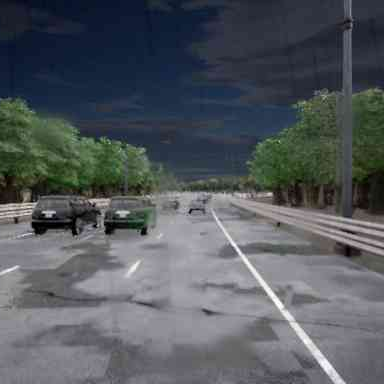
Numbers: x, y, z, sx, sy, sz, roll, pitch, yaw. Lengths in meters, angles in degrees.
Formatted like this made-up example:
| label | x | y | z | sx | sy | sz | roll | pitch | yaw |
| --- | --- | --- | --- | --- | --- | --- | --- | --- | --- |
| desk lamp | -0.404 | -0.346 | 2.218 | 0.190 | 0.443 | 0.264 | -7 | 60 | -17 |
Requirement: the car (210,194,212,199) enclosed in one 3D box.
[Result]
| label | x | y | z | sx | sy | sz | roll | pitch | yaw |
| --- | --- | --- | --- | --- | --- | --- | --- | --- | --- |
| car | 3.303 | 1.499 | 83.440 | 1.837 | 1.490 | 4.892 | 0 | 0 | 4 |

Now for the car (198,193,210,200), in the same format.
| label | x | y | z | sx | sy | sz | roll | pitch | yaw |
| --- | --- | --- | --- | --- | --- | --- | --- | --- | --- |
| car | 1.898 | 1.388 | 63.585 | 2.097 | 1.767 | 4.553 | 0 | 0 | 4 |

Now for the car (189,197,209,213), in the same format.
| label | x | y | z | sx | sy | sz | roll | pitch | yaw |
| --- | --- | --- | --- | --- | --- | --- | --- | --- | --- |
| car | 0.638 | 1.587 | 37.882 | 2.033 | 1.411 | 5.357 | 0 | 0 | 2 |

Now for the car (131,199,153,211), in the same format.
| label | x | y | z | sx | sy | sz | roll | pitch | yaw |
| --- | --- | --- | --- | --- | --- | --- | --- | --- | --- |
| car | -6.143 | 1.568 | 41.354 | 1.994 | 1.385 | 4.181 | 0 | 0 | 2 |

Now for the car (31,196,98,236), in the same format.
| label | x | y | z | sx | sy | sz | roll | pitch | yaw |
| --- | --- | --- | --- | --- | --- | --- | --- | --- | --- |
| car | -6.795 | 1.214 | 18.578 | 2.150 | 2.045 | 5.566 | 0 | 0 | 1 |

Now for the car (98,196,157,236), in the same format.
| label | x | y | z | sx | sy | sz | roll | pitch | yaw |
| --- | --- | --- | --- | --- | --- | --- | --- | --- | --- |
| car | -3.298 | 1.232 | 18.778 | 2.150 | 2.045 | 5.566 | 0 | 0 | 1 |

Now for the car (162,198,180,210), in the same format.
| label | x | y | z | sx | sy | sz | roll | pitch | yaw |
| --- | --- | --- | --- | --- | --- | --- | --- | --- | --- |
| car | -2.609 | 1.515 | 42.352 | 2.128 | 1.511 | 4.902 | 0 | 0 | 2 |

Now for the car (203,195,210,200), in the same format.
| label | x | y | z | sx | sy | sz | roll | pitch | yaw |
| --- | --- | --- | --- | --- | --- | --- | --- | --- | --- |
| car | 4.141 | 1.493 | 94.333 | 1.812 | 1.442 | 4.674 | 0 | 0 | 4 |
